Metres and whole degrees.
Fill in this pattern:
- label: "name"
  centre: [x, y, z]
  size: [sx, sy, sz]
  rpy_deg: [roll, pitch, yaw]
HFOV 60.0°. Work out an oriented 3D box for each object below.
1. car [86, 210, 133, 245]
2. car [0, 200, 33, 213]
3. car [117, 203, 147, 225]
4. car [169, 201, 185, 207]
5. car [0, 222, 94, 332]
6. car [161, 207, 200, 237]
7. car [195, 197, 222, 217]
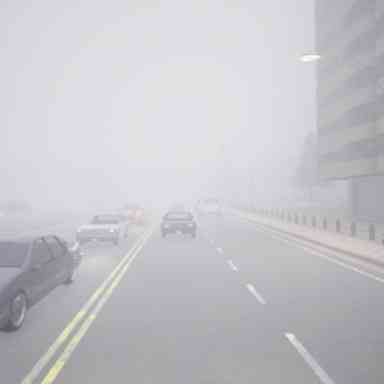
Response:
- label: "car"
  centre: [-4.377, 1.823, 16.851]
  size: [1.895, 1.301, 4.718]
  rpy_deg: [-1, -1, -3]
- label: "car"
  centre: [-23.230, 1.870, 44.539]
  size: [1.932, 1.855, 4.605]
  rpy_deg: [-1, -1, -3]
- label: "car"
  centre: [-4.857, 1.681, 26.717]
  size: [2.097, 1.767, 4.553]
  rpy_deg: [-1, -1, -3]
- label: "car"
  centre: [-1.985, 1.942, 43.172]
  size: [1.882, 1.535, 5.008]
  rpy_deg: [-1, -1, -3]
- label: "car"
  centre: [-3.902, 1.667, 7.255]
  size: [2.033, 1.411, 5.357]
  rpy_deg: [-1, -1, -3]
- label: "car"
  centre: [-0.801, 1.810, 19.434]
  size: [1.895, 1.301, 4.718]
  rpy_deg: [-1, -1, -3]
- label: "car"
  centre: [1.880, 1.568, 35.891]
  size: [2.150, 2.045, 5.566]
  rpy_deg: [-1, -1, -3]
